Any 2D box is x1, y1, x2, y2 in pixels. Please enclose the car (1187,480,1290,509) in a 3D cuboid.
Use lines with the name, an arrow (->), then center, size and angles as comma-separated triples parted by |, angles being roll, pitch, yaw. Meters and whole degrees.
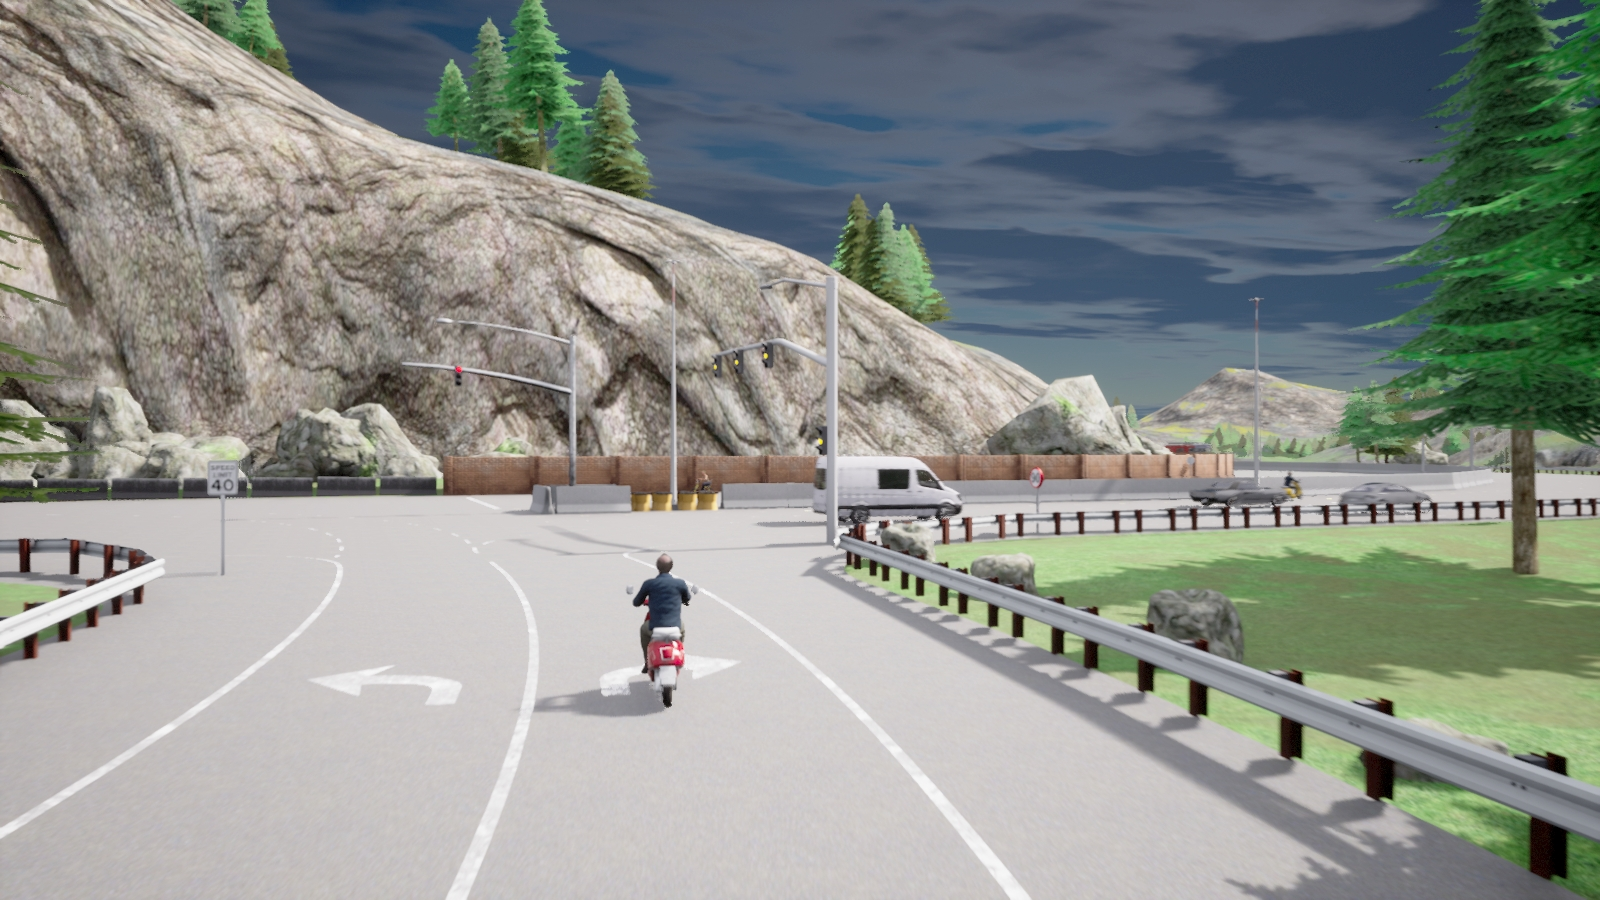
car -> 21.349, 2.146, 55.597 | 4.718, 1.301, 1.895 | 0, 0, -24

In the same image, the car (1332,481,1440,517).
car -> 25.527, 2.110, 49.791 | 4.181, 1.385, 1.994 | 0, 0, -24

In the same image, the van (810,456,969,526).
van -> 3.496, 1.529, 44.366 | 5.915, 2.561, 1.988 | 0, 0, -22

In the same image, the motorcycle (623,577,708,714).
motorcycle -> -1.567, 2.180, 13.058 | 0.856, 1.236, 1.805 | 0, 0, -10
